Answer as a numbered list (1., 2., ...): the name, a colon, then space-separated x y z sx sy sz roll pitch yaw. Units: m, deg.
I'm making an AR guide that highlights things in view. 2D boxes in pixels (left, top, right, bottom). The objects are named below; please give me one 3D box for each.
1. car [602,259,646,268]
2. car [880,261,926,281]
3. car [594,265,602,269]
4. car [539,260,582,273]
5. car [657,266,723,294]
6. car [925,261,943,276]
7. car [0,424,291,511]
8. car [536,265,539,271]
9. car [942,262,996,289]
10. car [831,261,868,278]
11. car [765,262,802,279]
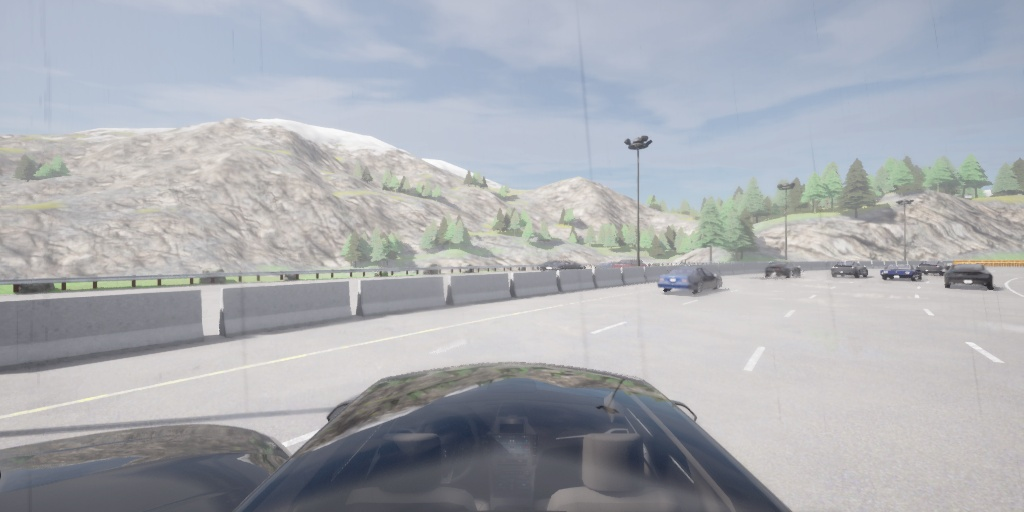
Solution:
1. car: 11.535 1.101 35.860 4.553 1.767 2.097 0 0 -40
2. car: 32.306 1.351 29.698 4.718 1.301 1.895 0 0 -35
3. car: 11.418 1.298 40.335 5.357 1.411 2.033 0 0 -39
4. car: 5.805 1.242 40.180 4.902 1.511 2.128 0 0 -40
5. car: 10.150 1.297 20.299 5.357 1.411 2.033 0 0 -44
6. car: 43.310 1.241 36.831 4.902 1.511 2.128 0 0 -31
7. car: -2.981 1.255 0.495 4.892 1.490 1.837 0 0 -45
8. car: 5.122 1.257 44.184 4.892 1.490 1.837 1 -1 -40
9. car: 29.351 1.256 23.074 4.892 1.490 1.837 -1 0 -38
10. car: 31.372 1.241 33.307 4.902 1.511 2.128 0 0 -35
11. car: 24.947 1.256 32.916 4.892 1.490 1.837 0 0 -38
